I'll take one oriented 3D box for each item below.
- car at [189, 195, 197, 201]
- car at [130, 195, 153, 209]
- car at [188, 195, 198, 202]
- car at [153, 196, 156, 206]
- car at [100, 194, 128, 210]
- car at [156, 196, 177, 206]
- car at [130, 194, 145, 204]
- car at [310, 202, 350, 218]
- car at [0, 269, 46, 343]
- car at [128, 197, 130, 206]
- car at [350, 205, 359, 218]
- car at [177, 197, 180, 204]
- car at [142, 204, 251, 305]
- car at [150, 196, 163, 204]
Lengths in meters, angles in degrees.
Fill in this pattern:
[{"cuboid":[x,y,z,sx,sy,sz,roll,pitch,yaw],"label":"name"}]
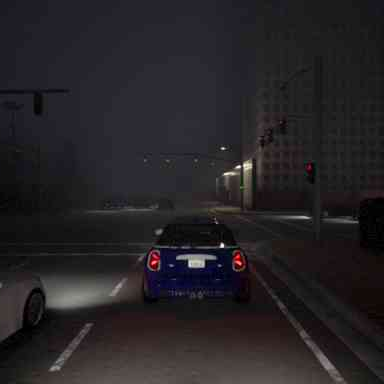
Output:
[{"cuboid":[0.185,1.540,83.772,2.033,1.411,5.357,0,0,0],"label":"car"},{"cuboid":[-6.983,1.526,46.264,1.812,1.442,4.674,0,0,0],"label":"car"},{"cuboid":[0.170,1.355,73.790,2.097,1.767,4.553,0,0,0],"label":"car"},{"cuboid":[-6.958,1.505,55.158,1.837,1.490,4.892,0,0,0],"label":"car"},{"cuboid":[-10.493,1.221,44.032,2.150,2.045,5.566,0,0,0],"label":"car"},{"cuboid":[-3.287,1.525,43.583,1.812,1.442,4.674,0,0,0],"label":"car"},{"cuboid":[-10.409,1.352,63.584,2.097,1.767,4.553,0,0,1],"label":"car"},{"cuboid":[13.018,1.619,30.365,4.181,1.385,1.994,0,0,0],"label":"car"},{"cuboid":[-3.429,1.526,3.798,1.812,1.442,4.674,0,0,1],"label":"car"},{"cuboid":[-10.466,1.477,53.804,1.882,1.535,5.008,0,0,0],"label":"car"},{"cuboid":[15.861,1.560,26.864,4.892,1.490,1.837,0,0,0],"label":"car"},{"cuboid":[-3.256,1.600,65.287,1.895,1.301,4.718,0,0,0],"label":"car"},{"cuboid":[0.118,1.351,8.284,2.097,1.767,4.553,0,0,1],"label":"car"},{"cuboid":[-6.898,1.564,65.204,1.994,1.385,4.181,0,0,0],"label":"car"}]
